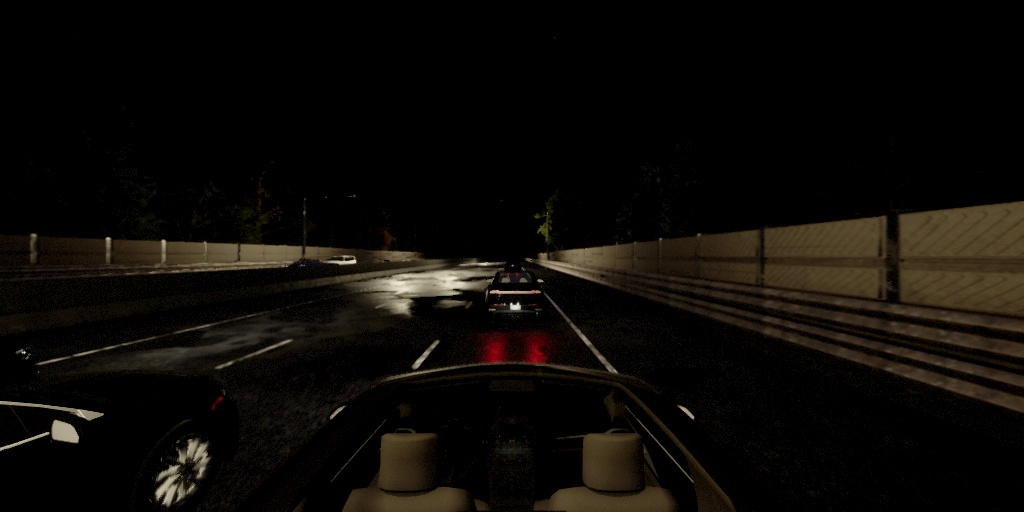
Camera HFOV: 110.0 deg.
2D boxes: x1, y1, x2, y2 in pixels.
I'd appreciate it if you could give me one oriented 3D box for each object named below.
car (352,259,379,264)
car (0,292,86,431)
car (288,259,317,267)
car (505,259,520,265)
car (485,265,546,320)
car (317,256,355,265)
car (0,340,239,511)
[{"bbox_3d":[-17.519,1.362,44.412,1.895,1.301,4.718,0,0,0],"label":"car"},{"bbox_3d":[-6.900,1.242,2.461,2.128,1.511,4.902,0,0,0],"label":"car"},{"bbox_3d":[-24.541,1.112,42.617,2.097,1.767,4.553,0,0,0],"label":"car"},{"bbox_3d":[0.086,1.192,44.424,2.033,1.649,4.856,0,0,0],"label":"car"},{"bbox_3d":[0.097,1.245,12.570,2.128,1.511,4.902,0,0,0],"label":"car"},{"bbox_3d":[-21.023,0.988,43.950,2.150,2.045,5.566,0,0,0],"label":"car"},{"bbox_3d":[-3.400,1.255,1.266,1.837,1.490,4.892,0,0,0],"label":"car"}]
